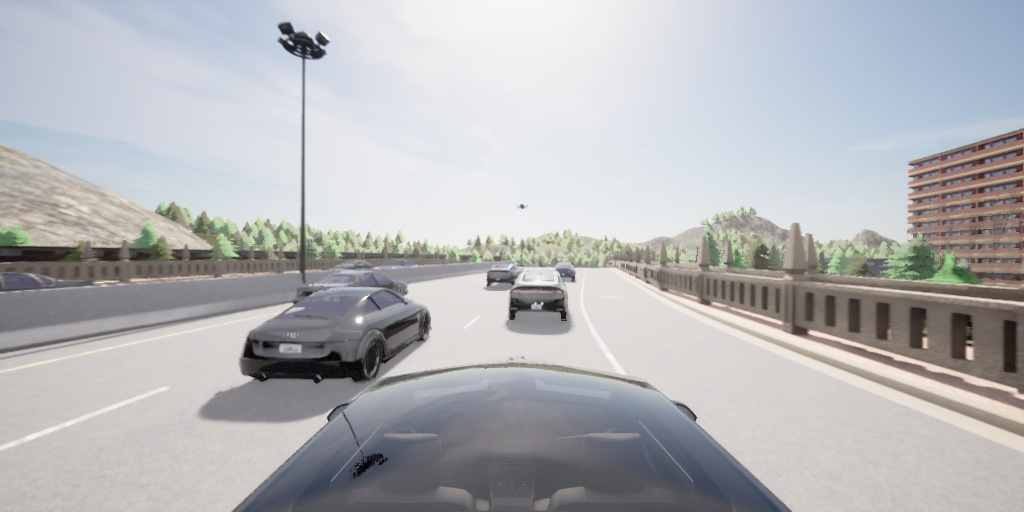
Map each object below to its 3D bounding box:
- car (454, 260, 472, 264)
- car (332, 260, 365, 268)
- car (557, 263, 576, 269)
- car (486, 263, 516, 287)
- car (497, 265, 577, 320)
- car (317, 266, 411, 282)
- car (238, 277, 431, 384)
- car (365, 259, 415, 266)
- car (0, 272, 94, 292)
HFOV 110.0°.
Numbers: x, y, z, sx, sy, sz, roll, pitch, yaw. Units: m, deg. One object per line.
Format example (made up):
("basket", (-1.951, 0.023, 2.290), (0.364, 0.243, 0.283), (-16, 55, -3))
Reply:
("car", (-7.781, 1.336, 58.043), (1.895, 1.301, 4.718), (0, 0, 12))
("car", (-16.023, 1.179, 36.193), (2.128, 1.511, 4.902), (0, 0, 12))
("car", (4.472, 1.308, 30.728), (1.812, 1.442, 4.674), (0, 0, 12))
("car", (-0.387, 1.248, 24.473), (2.128, 1.511, 4.902), (0, 0, 11))
("car", (1.011, 1.250, 12.691), (2.128, 1.511, 4.902), (0, 0, 7))
("car", (-5.924, 1.274, 13.968), (2.033, 1.411, 5.357), (0, 0, 8))
("car", (-3.058, 1.301, 7.156), (1.994, 1.385, 4.181), (0, 0, 4))
("car", (-10.029, 1.065, 30.716), (2.097, 1.767, 4.553), (0, 0, 12))
("car", (-16.982, 1.220, 11.355), (2.033, 1.411, 5.357), (0, 0, 6))
